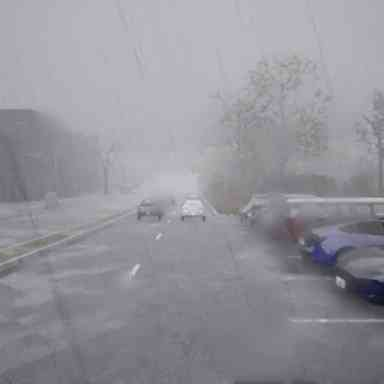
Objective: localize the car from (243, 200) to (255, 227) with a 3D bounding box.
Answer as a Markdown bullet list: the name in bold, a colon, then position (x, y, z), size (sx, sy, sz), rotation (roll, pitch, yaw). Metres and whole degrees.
- **car**: position (5.534, 1.387, 17.994), size (4.892, 1.521, 2.231), rotation (0, 1, 0)

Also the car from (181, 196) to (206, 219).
- **car**: position (0.103, 1.322, 26.324), size (1.812, 1.442, 4.674), rotation (0, 1, 0)

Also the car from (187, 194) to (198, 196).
- **car**: position (0.103, 0.949, 42.715), size (1.812, 1.442, 4.674), rotation (0, 2, 0)

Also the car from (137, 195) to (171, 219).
- **car**: position (-3.148, 1.283, 26.458), size (2.128, 1.511, 4.902), rotation (0, 1, 0)

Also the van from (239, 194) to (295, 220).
- **van**: position (5.424, 1.131, 20.750), size (4.442, 1.987, 1.878), rotation (0, 1, 0)

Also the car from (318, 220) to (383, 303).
- **car**: position (5.509, 1.492, 6.977), size (4.792, 1.488, 2.163), rotation (0, 0, 0)

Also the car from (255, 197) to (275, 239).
- **car**: position (5.509, 1.285, 15.366), size (4.553, 1.767, 2.185), rotation (0, 1, 0)

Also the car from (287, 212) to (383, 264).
- **car**: position (5.569, 1.477, 9.730), size (4.792, 1.488, 2.163), rotation (0, 0, 0)

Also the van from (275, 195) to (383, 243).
- **van**: position (5.656, 1.206, 12.481), size (4.442, 1.987, 1.878), rotation (0, 0, 0)

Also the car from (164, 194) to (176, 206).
- **car**: position (-3.145, 0.979, 42.954), size (1.994, 1.385, 4.181), rotation (0, 2, 0)
